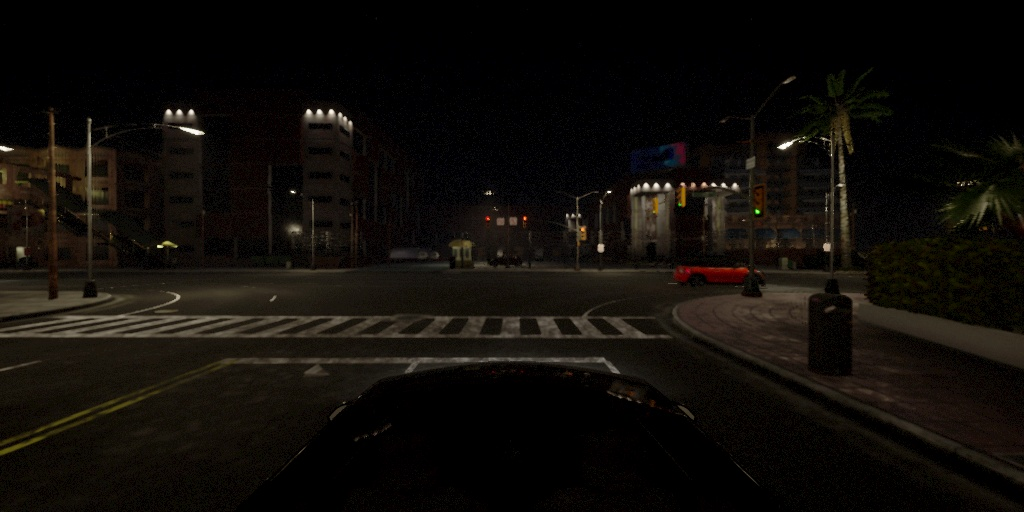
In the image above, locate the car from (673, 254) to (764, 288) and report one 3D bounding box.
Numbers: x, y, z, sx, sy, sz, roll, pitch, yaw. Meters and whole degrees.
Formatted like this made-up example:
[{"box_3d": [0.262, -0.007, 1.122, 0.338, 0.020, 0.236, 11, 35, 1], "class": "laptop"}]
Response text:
[{"box_3d": [12.075, 0.915, 21.032, 4.553, 1.767, 2.097, 0, 1, 3], "class": "car"}]
